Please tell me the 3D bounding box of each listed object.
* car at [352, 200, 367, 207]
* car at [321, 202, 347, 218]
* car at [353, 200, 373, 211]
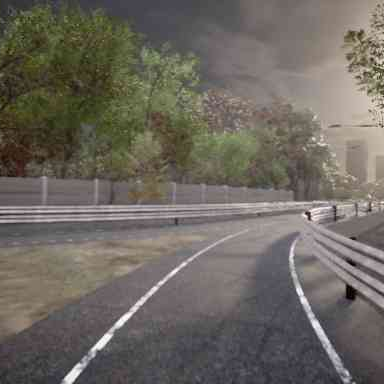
[{"bbox_3d":[34.069,2.265,67.540,2.033,1.411,5.357,1,-1,36],"label":"car"},{"bbox_3d":[15.015,1.863,35.137,1.837,1.490,4.892,1,0,35],"label":"car"},{"bbox_3d":[26.292,2.159,50.927,1.994,1.385,4.181,1,-1,36],"label":"car"}]
